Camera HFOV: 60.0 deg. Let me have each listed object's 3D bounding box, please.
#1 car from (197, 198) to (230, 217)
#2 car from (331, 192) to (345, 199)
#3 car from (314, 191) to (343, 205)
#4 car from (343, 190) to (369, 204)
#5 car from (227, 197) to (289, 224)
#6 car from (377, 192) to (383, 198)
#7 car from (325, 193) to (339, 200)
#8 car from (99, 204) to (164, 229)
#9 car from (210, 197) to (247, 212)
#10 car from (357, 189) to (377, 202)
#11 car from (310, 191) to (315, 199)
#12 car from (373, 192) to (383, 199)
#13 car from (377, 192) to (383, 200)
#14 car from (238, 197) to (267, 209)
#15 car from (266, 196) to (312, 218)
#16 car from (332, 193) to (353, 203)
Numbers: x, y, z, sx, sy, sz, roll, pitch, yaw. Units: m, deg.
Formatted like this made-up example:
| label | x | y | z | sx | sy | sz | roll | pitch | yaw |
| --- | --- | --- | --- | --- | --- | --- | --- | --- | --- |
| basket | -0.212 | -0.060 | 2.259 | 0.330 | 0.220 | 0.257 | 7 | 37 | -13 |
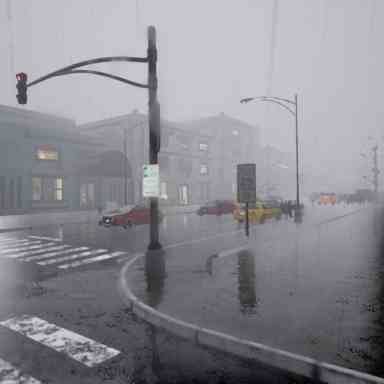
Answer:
| label | x | y | z | sx | sy | sz | roll | pitch | yaw |
| --- | --- | --- | --- | --- | --- | --- | --- | --- | --- |
| car | 2.207 | 1.344 | 28.594 | 1.994 | 1.385 | 4.181 | -1 | 0 | 36 |
| car | 33.309 | 0.743 | 75.839 | 1.967 | 1.590 | 4.097 | -1 | 0 | 36 |
| car | 19.258 | 0.845 | 46.649 | 2.097 | 1.767 | 4.553 | -1 | 0 | 35 |
| car | 22.886 | 0.924 | 46.457 | 1.837 | 1.490 | 4.892 | -1 | 0 | 36 |
| car | 4.433 | 1.242 | 21.801 | 1.752 | 1.417 | 4.829 | -1 | 0 | 36 |
| car | 43.165 | 0.651 | 75.140 | 1.887 | 1.381 | 4.507 | -1 | 0 | 36 |
| car | 30.059 | 0.935 | 71.362 | 1.802 | 1.307 | 4.206 | -1 | 0 | 36 |
| car | -3.650 | 1.438 | 20.531 | 1.994 | 1.385 | 4.181 | -1 | 0 | 36 |
| car | 3.956 | 1.290 | 35.405 | 1.752 | 1.417 | 4.829 | -1 | 0 | 36 |
| car | 26.979 | 0.576 | 52.170 | 2.150 | 2.045 | 5.566 | -1 | 0 | 36 |
| car | 23.555 | 0.769 | 62.407 | 2.192 | 1.841 | 5.009 | -1 | 0 | 36 |
| car | 40.089 | 0.720 | 70.915 | 1.947 | 1.339 | 4.313 | -1 | 0 | 36 |
| car | 33.585 | 0.569 | 61.959 | 2.192 | 1.841 | 5.009 | -1 | 0 | 36 |
| car | 7.307 | 1.293 | 40.020 | 1.802 | 1.307 | 4.206 | -1 | 0 | 36 |
| car | 7.584 | 1.217 | 26.141 | 2.008 | 1.369 | 4.403 | -1 | 0 | 36 |
| car | 24.502 | 0.901 | 53.873 | 2.128 | 1.511 | 4.902 | -1 | 0 | 36 |
